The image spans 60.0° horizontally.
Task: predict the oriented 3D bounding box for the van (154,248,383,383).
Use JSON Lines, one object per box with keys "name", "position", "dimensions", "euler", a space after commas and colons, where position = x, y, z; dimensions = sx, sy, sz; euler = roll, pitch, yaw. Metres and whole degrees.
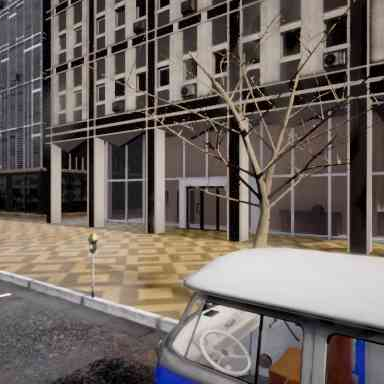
{"name": "van", "position": [1.559, 1.341, 1.758], "dimensions": [3.998, 1.788, 1.690], "euler": [0, 0, 36]}
